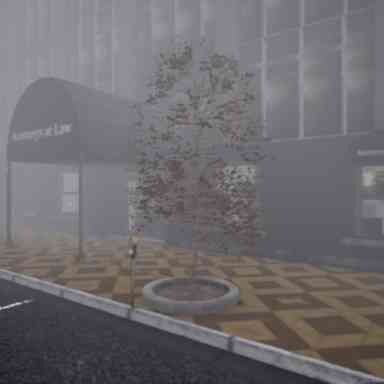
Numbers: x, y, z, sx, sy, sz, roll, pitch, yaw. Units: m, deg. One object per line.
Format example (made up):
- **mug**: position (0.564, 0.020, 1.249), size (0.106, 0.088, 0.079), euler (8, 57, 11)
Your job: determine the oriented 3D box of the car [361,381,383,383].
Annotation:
- **car**: position (2.482, 1.589, 1.104), size (4.206, 1.307, 1.802), euler (0, 0, 35)
